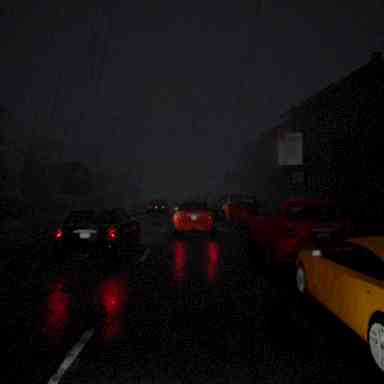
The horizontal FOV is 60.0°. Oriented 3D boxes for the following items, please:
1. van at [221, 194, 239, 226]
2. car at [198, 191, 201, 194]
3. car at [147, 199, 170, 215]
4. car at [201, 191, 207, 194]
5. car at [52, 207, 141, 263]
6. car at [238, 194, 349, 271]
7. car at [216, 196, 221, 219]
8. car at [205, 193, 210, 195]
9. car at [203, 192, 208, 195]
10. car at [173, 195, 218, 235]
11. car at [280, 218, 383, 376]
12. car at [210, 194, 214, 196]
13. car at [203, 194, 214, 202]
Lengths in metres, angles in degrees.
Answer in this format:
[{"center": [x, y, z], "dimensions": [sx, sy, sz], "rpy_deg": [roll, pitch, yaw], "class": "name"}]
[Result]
[{"center": [3.220, 1.146, 22.150], "dimensions": [1.878, 1.987, 4.442], "rpy_deg": [0, 0, 0], "class": "van"}, {"center": [3.195, 1.105, 77.155], "dimensions": [2.231, 1.521, 4.892], "rpy_deg": [0, 0, 0], "class": "car"}, {"center": [-3.158, 1.392, 31.906], "dimensions": [2.033, 1.411, 5.357], "rpy_deg": [0, 0, 0], "class": "car"}, {"center": [3.212, 1.060, 60.554], "dimensions": [2.185, 1.767, 4.553], "rpy_deg": [0, 0, 0], "class": "car"}, {"center": [-3.153, 1.294, 11.910], "dimensions": [2.097, 1.767, 4.553], "rpy_deg": [0, 0, 0], "class": "car"}, {"center": [3.222, 1.175, 10.886], "dimensions": [2.435, 2.045, 5.566], "rpy_deg": [0, 0, 0], "class": "car"}, {"center": [3.219, 1.220, 27.528], "dimensions": [2.185, 1.767, 4.553], "rpy_deg": [0, 0, 0], "class": "car"}, {"center": [3.214, 1.267, 44.003], "dimensions": [2.231, 1.521, 4.892], "rpy_deg": [0, 0, 0], "class": "car"}, {"center": [3.211, 1.208, 55.244], "dimensions": [1.946, 1.575, 5.366], "rpy_deg": [0, 0, 0], "class": "car"}, {"center": [0.095, 1.263, 18.384], "dimensions": [2.097, 1.767, 4.553], "rpy_deg": [0, 0, 0], "class": "car"}, {"center": [3.224, 1.453, 5.454], "dimensions": [2.097, 1.535, 5.008], "rpy_deg": [0, 0, 0], "class": "car"}, {"center": [3.217, 1.193, 33.052], "dimensions": [2.185, 1.767, 4.553], "rpy_deg": [0, 0, 0], "class": "car"}, {"center": [3.208, 1.154, 66.297], "dimensions": [1.946, 1.575, 5.366], "rpy_deg": [0, 0, 0], "class": "car"}]
